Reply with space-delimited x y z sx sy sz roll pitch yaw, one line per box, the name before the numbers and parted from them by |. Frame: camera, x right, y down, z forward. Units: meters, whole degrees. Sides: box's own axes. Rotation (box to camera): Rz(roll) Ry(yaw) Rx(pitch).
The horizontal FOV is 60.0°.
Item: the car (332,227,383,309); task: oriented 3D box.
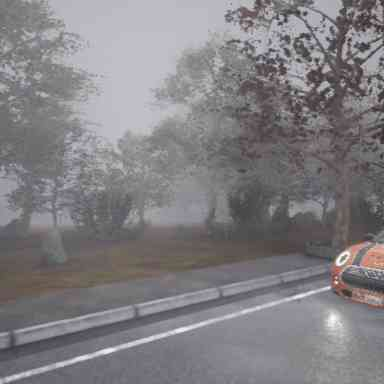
car | 5.111 1.380 7.329 4.553 1.767 2.097 0 0 -35
